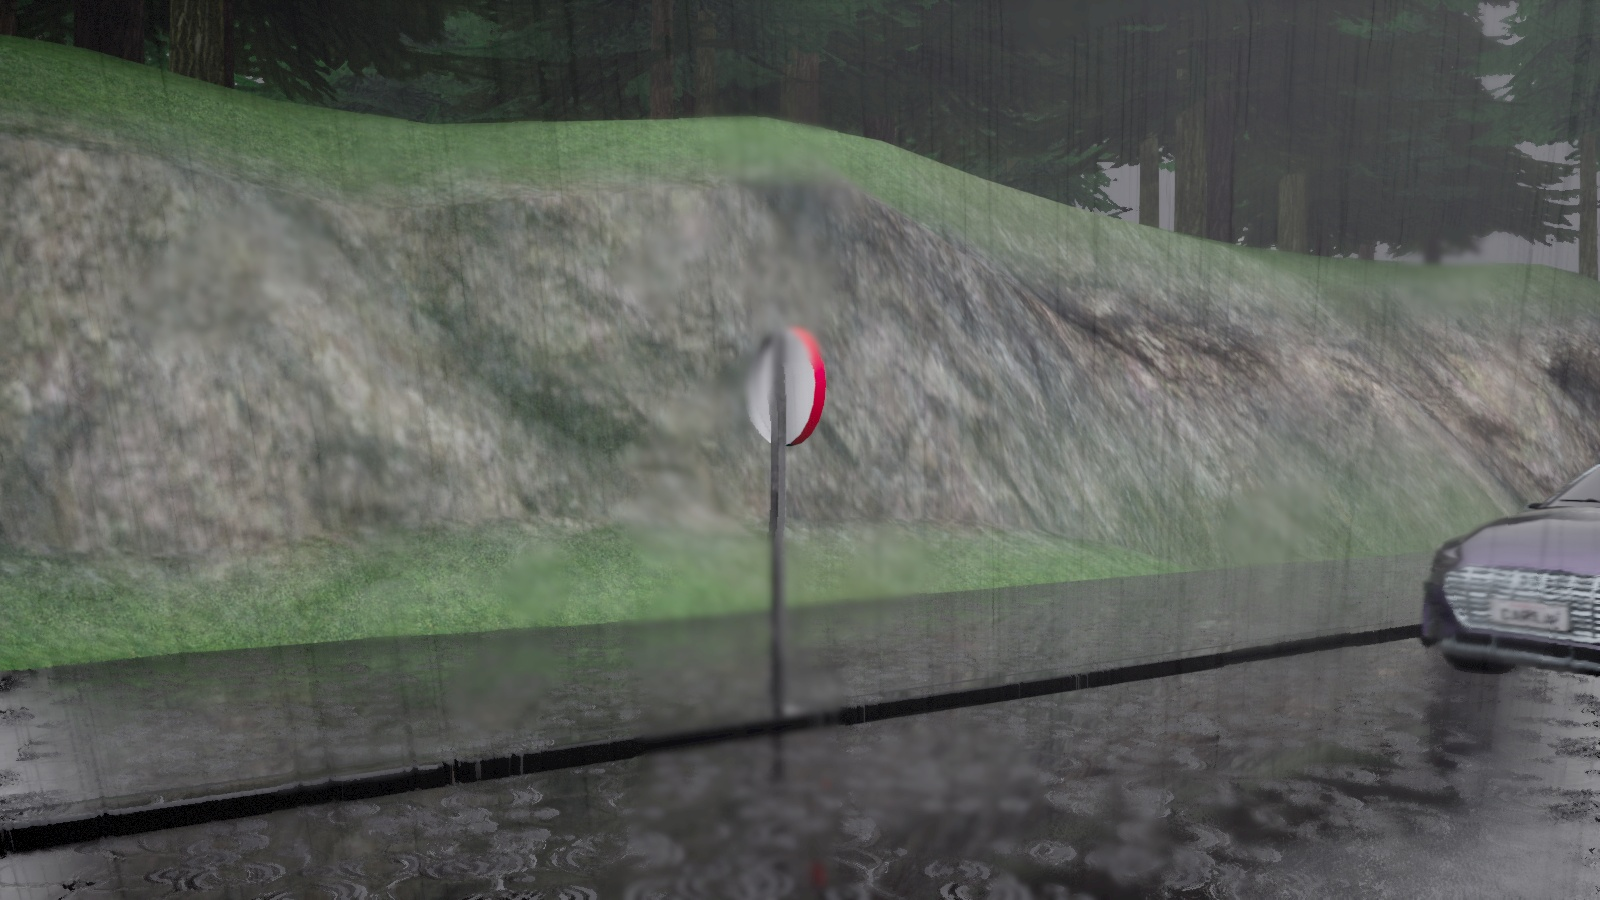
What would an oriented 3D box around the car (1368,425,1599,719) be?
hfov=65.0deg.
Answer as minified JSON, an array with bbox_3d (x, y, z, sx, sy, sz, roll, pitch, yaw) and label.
[{"bbox_3d":[6.351,0.683,8.644,4.856,1.649,2.033,0,0,-31],"label":"car"}]
